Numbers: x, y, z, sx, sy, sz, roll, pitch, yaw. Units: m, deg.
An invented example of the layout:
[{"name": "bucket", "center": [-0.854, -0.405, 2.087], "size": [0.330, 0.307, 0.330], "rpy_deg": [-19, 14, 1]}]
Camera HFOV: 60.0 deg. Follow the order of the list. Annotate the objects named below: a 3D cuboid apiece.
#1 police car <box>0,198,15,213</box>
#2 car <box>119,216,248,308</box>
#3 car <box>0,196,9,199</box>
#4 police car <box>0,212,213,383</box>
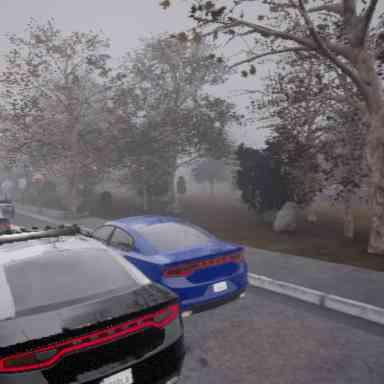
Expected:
[{"name": "police car", "center": [-8.283, 1.209, 12.667], "size": [1.930, 1.638, 5.238], "rpy_deg": [-4, 3, -38]}, {"name": "car", "center": [-1.097, 1.246, 6.940], "size": [1.882, 1.535, 5.008], "rpy_deg": [-4, 3, -37]}, {"name": "car", "center": [-14.060, 1.013, 23.773], "size": [2.128, 1.511, 4.902], "rpy_deg": [-4, 3, -38]}, {"name": "police car", "center": [-2.183, 1.312, 4.746], "size": [1.930, 1.638, 5.238], "rpy_deg": [-4, 3, -38]}]
